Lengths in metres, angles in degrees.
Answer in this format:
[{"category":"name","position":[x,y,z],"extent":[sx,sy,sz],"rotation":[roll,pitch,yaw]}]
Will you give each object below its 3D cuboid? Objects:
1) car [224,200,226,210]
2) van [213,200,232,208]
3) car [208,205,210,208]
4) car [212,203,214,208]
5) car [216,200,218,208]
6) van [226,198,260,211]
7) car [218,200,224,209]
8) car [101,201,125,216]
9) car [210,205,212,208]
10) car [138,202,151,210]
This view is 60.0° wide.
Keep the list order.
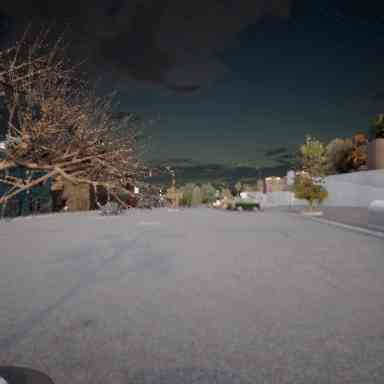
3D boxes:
[{"category":"car","position":[8.058,2.257,53.515],"extent":[4.674,1.452,2.002],"rotation":[2,-3,-20]},{"category":"van","position":[7.953,3.219,86.217],"extent":[4.442,1.987,1.878],"rotation":[2,-2,-20]},{"category":"car","position":[8.035,3.325,89.218],"extent":[5.566,2.045,2.435],"rotation":[2,-2,-20]},{"category":"car","position":[8.064,3.208,80.299],"extent":[5.008,1.535,2.097],"rotation":[2,-2,-20]},{"category":"car","position":[8.093,2.641,68.408],"extent":[4.553,1.767,2.185],"rotation":[2,-2,-20]},{"category":"van","position":[7.957,1.879,50.503],"extent":[4.442,1.987,1.878],"rotation":[2,-2,-20]},{"category":"car","position":[7.889,2.429,59.400],"extent":[5.366,1.575,1.946],"rotation":[2,-2,-20]},{"category":"car","position":[-8.874,1.849,37.641],"extent":[1.837,1.490,4.892],"rotation":[-1,1,0]},{"category":"car","position":[8.086,3.073,83.298],"extent":[5.566,2.045,2.435],"rotation":[2,-3,-20]},{"category":"car","position":[-8.884,2.621,62.962],"extent":[2.033,1.411,5.357],"rotation":[0,-2,0]}]
